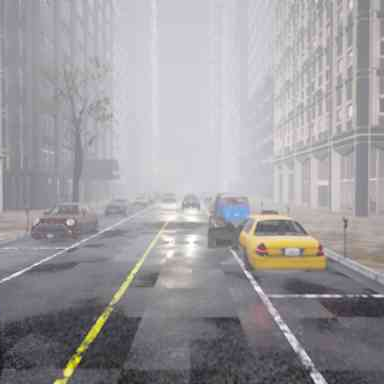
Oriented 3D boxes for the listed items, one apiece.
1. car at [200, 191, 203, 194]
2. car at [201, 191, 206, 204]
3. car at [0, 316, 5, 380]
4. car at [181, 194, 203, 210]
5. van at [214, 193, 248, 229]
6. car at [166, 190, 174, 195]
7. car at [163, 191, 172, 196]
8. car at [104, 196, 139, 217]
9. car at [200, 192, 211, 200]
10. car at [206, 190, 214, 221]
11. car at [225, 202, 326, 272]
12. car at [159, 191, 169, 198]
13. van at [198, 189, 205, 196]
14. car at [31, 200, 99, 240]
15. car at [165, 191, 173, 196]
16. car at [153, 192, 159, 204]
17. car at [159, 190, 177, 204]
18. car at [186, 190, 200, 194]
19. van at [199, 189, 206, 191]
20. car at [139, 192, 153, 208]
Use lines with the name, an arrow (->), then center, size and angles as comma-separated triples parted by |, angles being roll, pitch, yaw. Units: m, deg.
car -> 2.447, 0.893, 49.695 | 1.802, 1.307, 4.206 | 0, 1, 0
car -> 2.475, 0.945, 43.998 | 2.008, 1.369, 4.403 | 0, 1, 0
car -> -3.105, 1.327, 1.735 | 2.097, 1.767, 4.553 | 0, 1, 0
car -> -0.104, 1.134, 34.265 | 1.895, 1.301, 4.718 | 0, 1, 0
van -> 2.586, 1.055, 21.201 | 1.690, 1.788, 3.998 | 0, 1, 0
car -> -6.157, 0.166, 95.235 | 2.008, 1.369, 4.403 | 0, 1, 0
car -> -6.102, 0.338, 83.841 | 1.887, 1.381, 4.507 | 0, 1, 0
car -> -5.822, 1.186, 26.863 | 2.008, 1.369, 4.403 | 0, 1, 0
car -> 2.391, 0.686, 61.089 | 1.887, 1.381, 4.507 | 0, 1, 0
car -> 2.558, 0.951, 26.899 | 2.192, 1.841, 5.009 | 0, 1, 0
car -> 2.302, 1.319, 10.227 | 1.801, 1.575, 5.366 | 0, 1, 0
car -> -6.046, 0.550, 72.446 | 1.802, 1.307, 4.206 | 0, 1, 0
van -> 2.279, 0.135, 83.878 | 1.690, 1.788, 3.998 | 0, 1, 0
car -> -5.766, 1.231, 15.466 | 1.967, 1.590, 4.097 | 0, 1, 0
car -> -6.129, 0.287, 89.539 | 1.802, 1.307, 4.206 | 0, 1, 0
car -> -5.906, 0.834, 43.957 | 1.967, 1.590, 4.097 | 0, 1, 0
car -> -3.235, 0.818, 48.022 | 1.882, 1.535, 5.008 | 0, 1, 0
car -> -0.204, 0.850, 47.350 | 1.837, 1.490, 4.892 | 0, 1, 0
van -> 2.419, 0.568, 55.389 | 1.690, 1.788, 3.998 | 0, 1, 0
car -> -5.877, 1.003, 38.088 | 1.752, 1.417, 4.829 | 0, 1, 0
